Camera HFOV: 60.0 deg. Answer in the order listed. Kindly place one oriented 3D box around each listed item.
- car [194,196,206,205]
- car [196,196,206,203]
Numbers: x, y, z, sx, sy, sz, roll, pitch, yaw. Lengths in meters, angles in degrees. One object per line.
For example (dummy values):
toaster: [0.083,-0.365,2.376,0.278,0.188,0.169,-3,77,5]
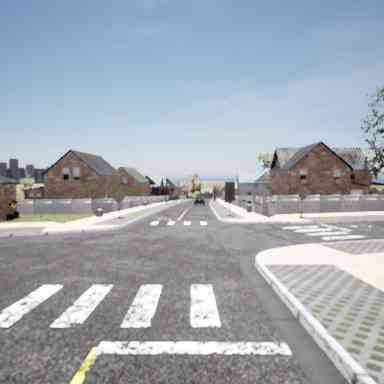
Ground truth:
car: [1.438,1.550,62.416,2.097,1.767,4.553,0,0,3]
car: [1.904,1.659,72.442,2.033,1.411,5.357,0,0,3]
